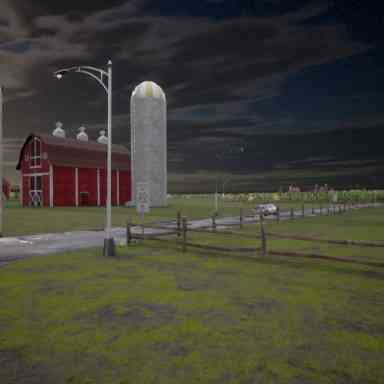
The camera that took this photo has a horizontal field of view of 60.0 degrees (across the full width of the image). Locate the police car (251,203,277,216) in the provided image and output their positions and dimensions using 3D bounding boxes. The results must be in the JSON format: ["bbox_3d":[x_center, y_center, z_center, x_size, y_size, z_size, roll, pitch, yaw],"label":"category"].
[{"bbox_3d":[9.004,2.166,41.216,2.038,1.542,4.974,-1,-1,35],"label":"police car"}]
